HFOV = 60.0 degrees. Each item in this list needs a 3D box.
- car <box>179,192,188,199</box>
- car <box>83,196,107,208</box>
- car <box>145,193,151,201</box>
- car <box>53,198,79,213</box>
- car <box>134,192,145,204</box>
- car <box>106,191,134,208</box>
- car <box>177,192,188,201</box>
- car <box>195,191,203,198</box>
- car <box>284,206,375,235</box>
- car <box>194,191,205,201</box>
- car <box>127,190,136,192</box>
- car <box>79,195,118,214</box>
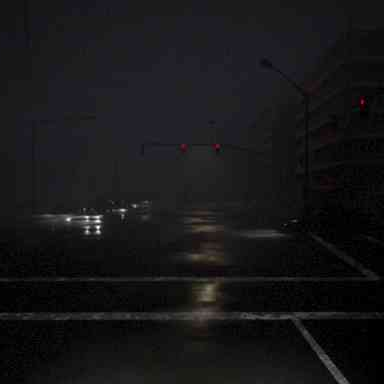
[{"bbox_3d":[-1.881,0.764,75.892,2.033,1.411,5.357,0,0,1],"label":"car"},{"bbox_3d":[-12.886,1.315,44.422,1.994,1.385,4.181,0,1,0],"label":"car"},{"bbox_3d":[-9.076,0.961,63.889,2.033,1.411,5.357,0,1,1],"label":"car"},{"bbox_3d":[-13.000,1.357,35.431,1.882,1.535,5.008,0,1,1],"label":"car"},{"bbox_3d":[-9.269,1.148,53.050,2.033,1.411,5.357,0,1,1],"label":"car"},{"bbox_3d":[-9.394,1.119,43.405,2.097,1.767,4.553,0,1,1],"label":"car"},{"bbox_3d":[-1.921,0.936,65.241,2.033,1.411,5.357,0,1,1],"label":"car"},{"bbox_3d":[1.617,0.632,75.803,1.837,1.490,4.892,0,0,1],"label":"car"},{"bbox_3d":[7.429,1.521,18.142,4.674,1.442,1.812,1,0,0],"label":"car"},{"bbox_3d":[1.489,0.731,65.757,2.097,1.767,4.553,0,1,1],"label":"car"},{"bbox_3d":[-12.505,0.575,67.330,2.150,2.045,5.566,0,1,1],"label":"car"},{"bbox_3d":[-9.512,1.380,34.364,2.128,1.511,4.902,0,1,1],"label":"car"}]
